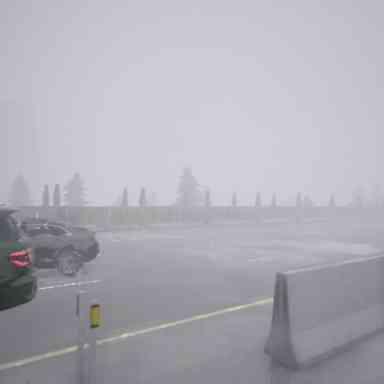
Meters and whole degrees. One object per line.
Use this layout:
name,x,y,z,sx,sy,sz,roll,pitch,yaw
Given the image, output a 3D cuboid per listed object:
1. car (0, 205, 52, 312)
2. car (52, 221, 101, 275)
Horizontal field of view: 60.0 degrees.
car,-5.185,1.213,4.593,5.566,2.045,2.150,0,0,-35
car,-4.982,1.507,9.039,4.902,1.511,2.128,1,-1,-36
